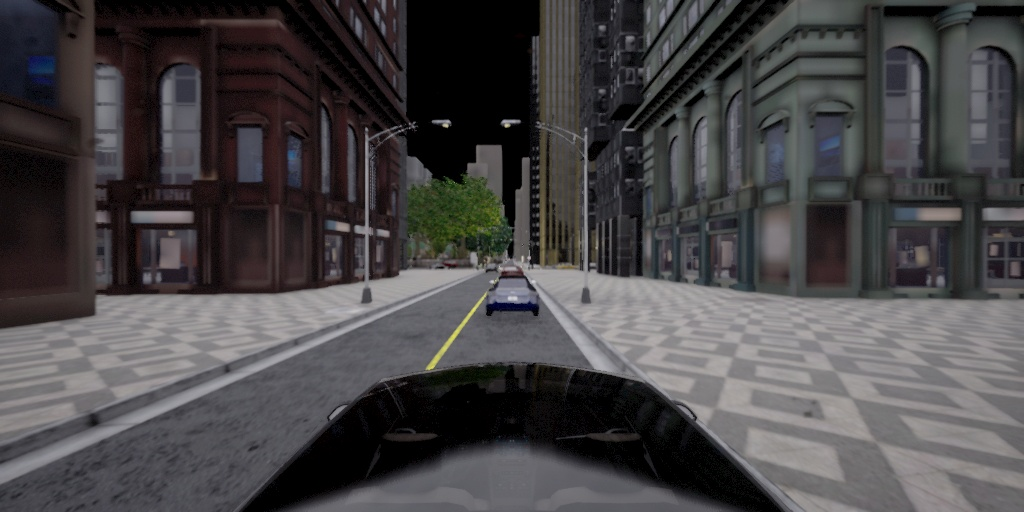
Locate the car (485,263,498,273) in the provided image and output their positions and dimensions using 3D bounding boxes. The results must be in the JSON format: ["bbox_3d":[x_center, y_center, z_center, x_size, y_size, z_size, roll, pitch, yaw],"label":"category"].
[{"bbox_3d":[-3.089,1.854,55.467,1.837,1.490,4.892,0,-1,0],"label":"car"}]

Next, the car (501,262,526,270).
[{"bbox_3d":[0.042,1.527,30.421,1.882,1.535,5.008,0,0,0],"label":"car"}]

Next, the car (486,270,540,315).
[{"bbox_3d":[0.040,1.443,14.307,1.994,1.385,4.181,0,0,1],"label":"car"}]
